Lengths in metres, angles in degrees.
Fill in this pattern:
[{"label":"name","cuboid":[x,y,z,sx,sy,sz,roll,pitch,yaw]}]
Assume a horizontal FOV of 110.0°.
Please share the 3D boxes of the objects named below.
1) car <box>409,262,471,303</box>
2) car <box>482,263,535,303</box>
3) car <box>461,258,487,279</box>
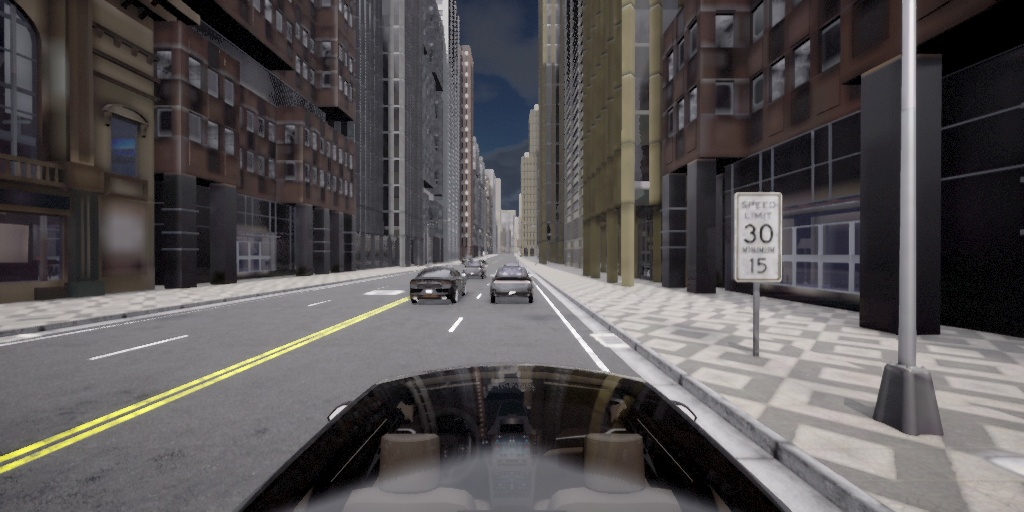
[{"label":"car","cuboid":[-3.250,1.228,16.500,1.882,1.535,5.008,0,0,0]},{"label":"car","cuboid":[0.000,1.239,16.500,2.128,1.511,4.902,0,0,0]},{"label":"car","cuboid":[-3.250,1.226,31.500,2.128,1.511,4.902,0,0,0]}]
